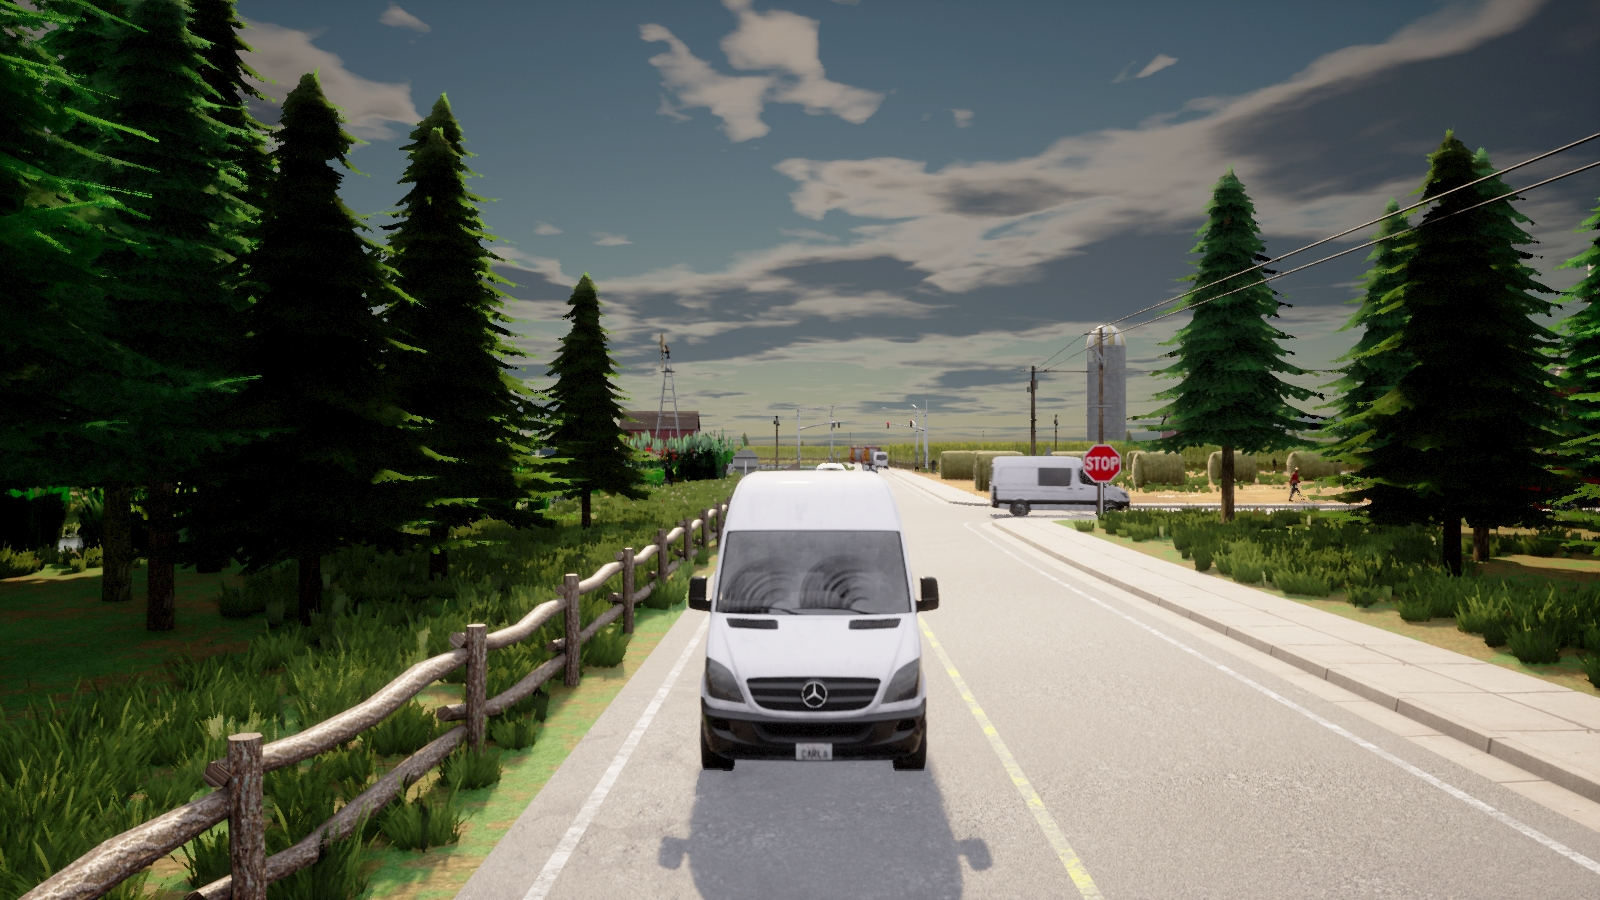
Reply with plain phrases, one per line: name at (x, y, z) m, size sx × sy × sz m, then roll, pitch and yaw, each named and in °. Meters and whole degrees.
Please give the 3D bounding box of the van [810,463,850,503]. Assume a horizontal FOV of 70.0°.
van at (1.632, 1.750, 61.297) m, size 2.069 × 2.038 × 4.480 m, roll 0°, pitch 0°, yaw 2°

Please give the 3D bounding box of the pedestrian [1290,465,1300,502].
pedestrian at (25.202, 1.692, 58.165) m, size 0.375 × 1.860 × 0.375 m, roll 0°, pitch 0°, yaw 4°

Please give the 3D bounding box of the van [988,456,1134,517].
van at (11.122, 1.533, 49.054) m, size 5.915 × 2.561 × 1.988 m, roll 0°, pitch 0°, yaw 6°

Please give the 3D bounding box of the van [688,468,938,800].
van at (0.142, 1.508, 12.052) m, size 1.988 × 2.561 × 5.915 m, roll 0°, pitch 0°, yaw 1°
